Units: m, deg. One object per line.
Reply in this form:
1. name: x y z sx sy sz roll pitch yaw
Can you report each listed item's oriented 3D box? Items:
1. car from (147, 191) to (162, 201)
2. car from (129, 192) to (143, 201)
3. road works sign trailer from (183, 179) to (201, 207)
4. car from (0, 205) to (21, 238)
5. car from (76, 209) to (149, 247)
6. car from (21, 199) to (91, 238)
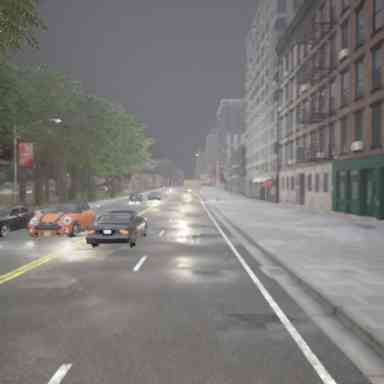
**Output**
1. car: -6.536 0.673 58.408 2.097 1.767 4.553 0 1 1
2. car: -9.785 0.813 58.339 2.128 1.511 4.902 0 1 1
3. road works sign trailer: 0.000 0.054 43.588 2.380 3.560 2.880 0 1 0
4. car: -9.845 1.460 17.433 1.837 1.490 4.892 0 0 0
5. car: -3.150 1.520 14.891 2.033 1.411 5.357 0 0 0
6. car: -6.594 1.306 17.386 2.097 1.767 4.553 0 0 0
